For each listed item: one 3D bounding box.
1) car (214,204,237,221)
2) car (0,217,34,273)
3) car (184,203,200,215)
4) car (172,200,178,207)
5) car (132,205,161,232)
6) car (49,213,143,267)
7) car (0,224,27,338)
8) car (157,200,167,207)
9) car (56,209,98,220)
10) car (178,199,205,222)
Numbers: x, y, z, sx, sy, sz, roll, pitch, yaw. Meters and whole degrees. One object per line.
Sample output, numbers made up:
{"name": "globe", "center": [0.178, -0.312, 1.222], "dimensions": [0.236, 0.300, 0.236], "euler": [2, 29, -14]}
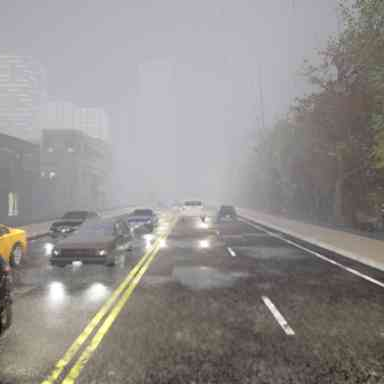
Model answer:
{"name": "car", "center": [3.347, 2.002, 33.142], "dimensions": [1.837, 1.490, 4.892], "euler": [0, 0, 0]}
{"name": "car", "center": [-6.601, 1.619, 9.391], "dimensions": [1.882, 1.535, 5.008], "euler": [0, -1, 0]}
{"name": "car", "center": [0.020, 2.211, 44.627], "dimensions": [2.033, 1.411, 5.357], "euler": [0, -1, 1]}
{"name": "car", "center": [-3.258, 2.436, 71.983], "dimensions": [1.882, 1.535, 5.008], "euler": [0, -1, 0]}
{"name": "car", "center": [-3.338, 1.865, 22.698], "dimensions": [1.812, 1.442, 4.674], "euler": [0, -1, 1]}
{"name": "car", "center": [-3.352, 1.734, 12.376], "dimensions": [2.033, 1.411, 5.357], "euler": [0, -1, 0]}
{"name": "car", "center": [-3.364, 1.255, 2.123], "dimensions": [2.150, 2.045, 5.566], "euler": [0, -1, -1]}
{"name": "car", "center": [-6.508, 2.498, 71.982], "dimensions": [2.033, 1.411, 5.357], "euler": [0, -1, 0]}
{"name": "car", "center": [-6.592, 1.797, 19.494], "dimensions": [1.837, 1.490, 4.892], "euler": [0, -1, 0]}
{"name": "car", "center": [0.098, 1.697, 31.711], "dimensions": [2.150, 2.045, 5.566], "euler": [0, -1, 0]}
